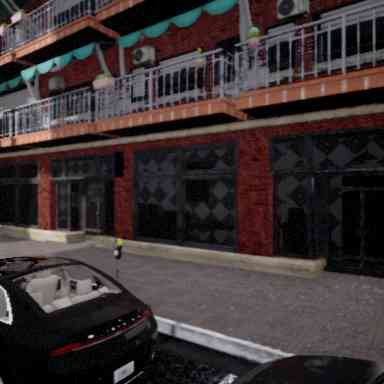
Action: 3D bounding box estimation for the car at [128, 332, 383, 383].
[{"bbox_3d":[2.038,1.543,1.413,4.403,1.369,2.008,-1,0,35],"label":"car"}]

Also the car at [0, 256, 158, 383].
[{"bbox_3d":[-2.463,1.587,4.614,4.403,1.369,2.008,-1,0,35],"label":"car"}]
